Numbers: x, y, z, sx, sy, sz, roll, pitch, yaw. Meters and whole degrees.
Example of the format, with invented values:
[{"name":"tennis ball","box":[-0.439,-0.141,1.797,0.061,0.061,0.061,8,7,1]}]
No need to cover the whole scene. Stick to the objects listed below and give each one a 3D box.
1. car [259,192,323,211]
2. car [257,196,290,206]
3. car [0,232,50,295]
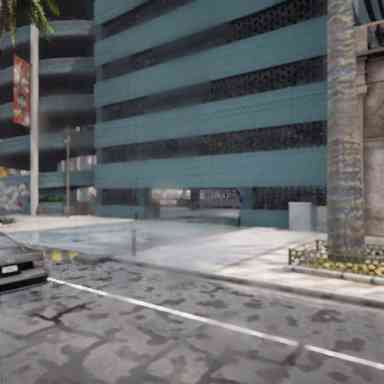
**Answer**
[{"name":"car","box":[8.124,1.045,24.247,5.566,2.045,2.435,0,0,35]},{"name":"car","box":[12.961,1.365,52.720,4.674,1.452,2.002,0,0,35]},{"name":"car","box":[-5.622,1.569,7.988,5.357,1.411,2.033,0,0,35]}]
